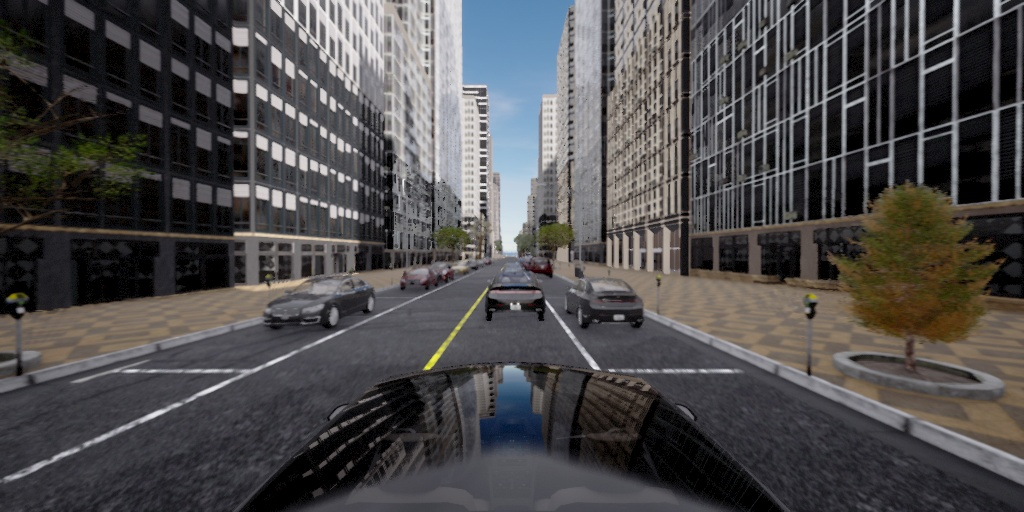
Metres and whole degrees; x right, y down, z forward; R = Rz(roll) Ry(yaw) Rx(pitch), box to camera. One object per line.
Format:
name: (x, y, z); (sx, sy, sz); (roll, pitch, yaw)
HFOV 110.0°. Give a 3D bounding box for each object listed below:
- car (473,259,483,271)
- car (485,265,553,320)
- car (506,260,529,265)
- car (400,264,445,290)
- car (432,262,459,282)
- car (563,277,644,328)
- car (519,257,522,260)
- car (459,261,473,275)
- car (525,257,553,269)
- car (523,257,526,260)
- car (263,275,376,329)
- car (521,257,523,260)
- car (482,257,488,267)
car: (-5.688, 1.348, 50.965); (1.948, 1.339, 4.313); (0, 0, 0)
car: (0.103, 1.249, 12.608); (2.128, 1.511, 4.902); (0, 0, 0)
car: (0.101, 1.318, 30.743); (2.033, 1.411, 5.357); (0, 0, 0)
car: (-5.690, 1.346, 22.546); (1.802, 1.307, 4.207); (0, 0, 0)
car: (-5.689, 1.208, 28.230); (1.967, 1.591, 4.097); (0, 0, 0)
car: (2.690, 1.307, 11.178); (2.007, 1.370, 4.403); (0, 0, 0)
car: (2.694, 1.229, 62.331); (1.967, 1.591, 4.097); (0, 0, 0)
car: (-5.688, 1.301, 39.427); (1.751, 1.417, 4.829); (0, 0, 0)
car: (2.692, 1.087, 33.913); (2.192, 1.841, 5.009); (0, 0, 0)
car: (2.692, 1.091, 39.597); (2.192, 1.841, 5.009); (0, 0, 0)
car: (-5.691, 1.307, 11.179); (2.007, 1.370, 4.403); (0, 0, 0)
car: (2.693, 1.222, 50.964); (1.967, 1.591, 4.097); (0, 0, 0)
car: (-5.687, 1.339, 62.332); (2.007, 1.370, 4.403); (0, 0, 0)
